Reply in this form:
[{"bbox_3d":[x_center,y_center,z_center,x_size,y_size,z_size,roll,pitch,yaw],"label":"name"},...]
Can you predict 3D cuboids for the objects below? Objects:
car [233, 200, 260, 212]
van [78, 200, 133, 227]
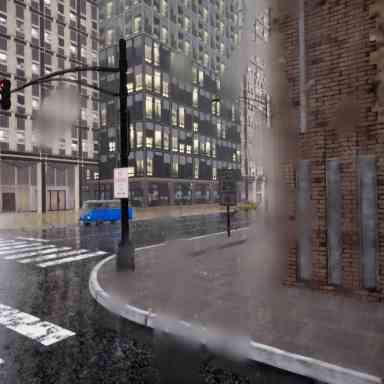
[{"bbox_3d":[6.805,1.689,41.409,1.752,1.417,4.829,-2,-1,36],"label":"car"},{"bbox_3d":[-6.031,1.460,23.500,1.690,1.788,3.998,-2,-1,36],"label":"van"}]
